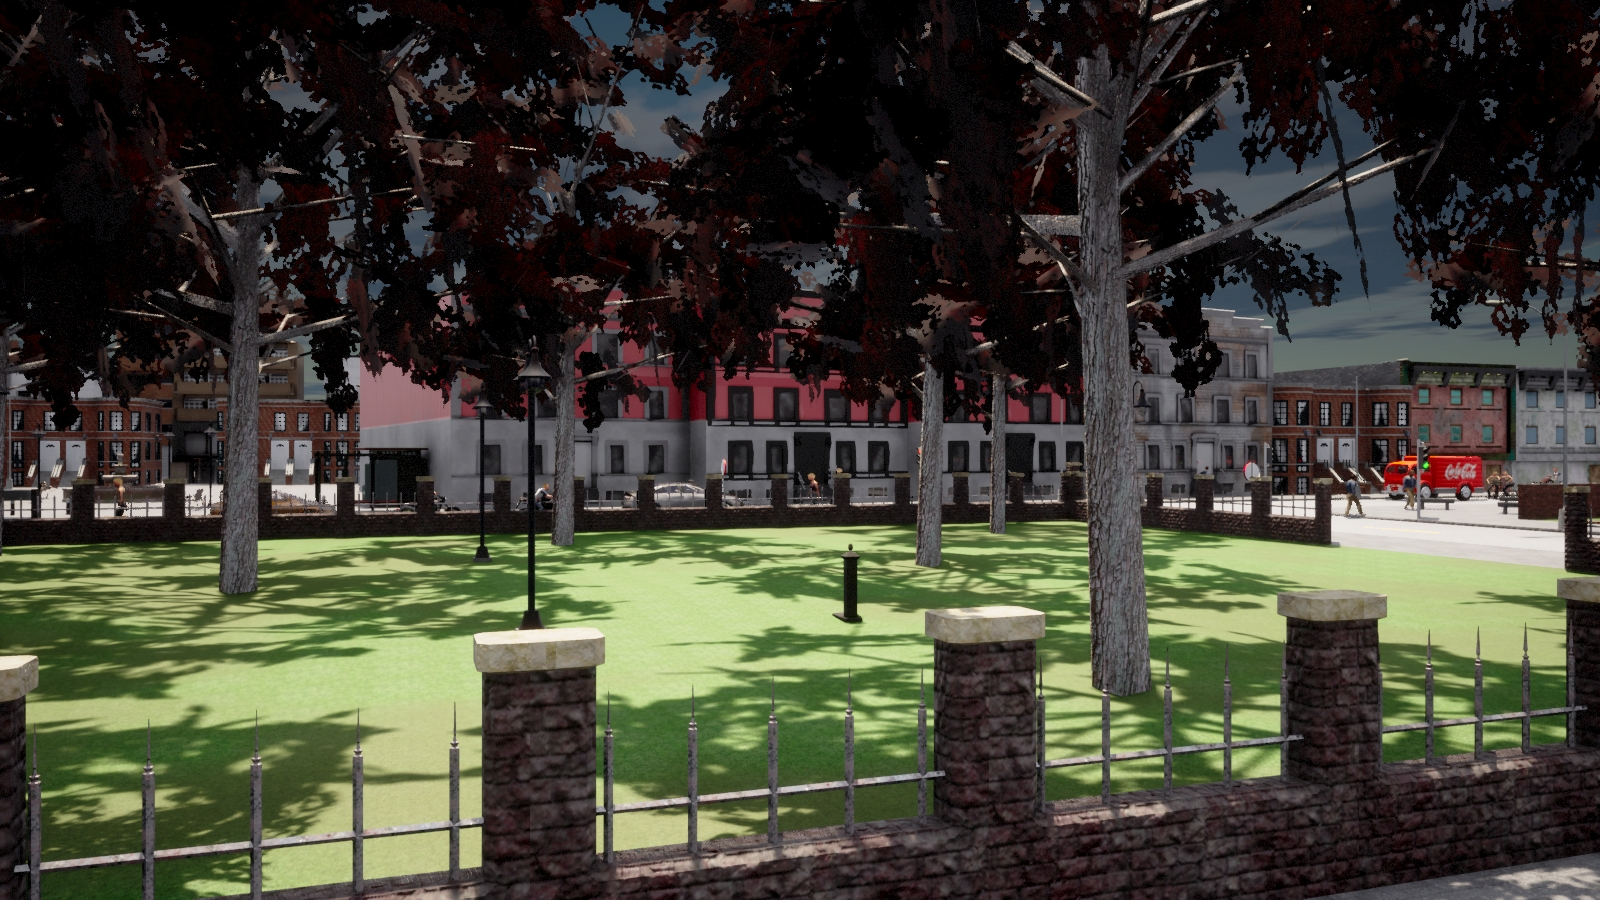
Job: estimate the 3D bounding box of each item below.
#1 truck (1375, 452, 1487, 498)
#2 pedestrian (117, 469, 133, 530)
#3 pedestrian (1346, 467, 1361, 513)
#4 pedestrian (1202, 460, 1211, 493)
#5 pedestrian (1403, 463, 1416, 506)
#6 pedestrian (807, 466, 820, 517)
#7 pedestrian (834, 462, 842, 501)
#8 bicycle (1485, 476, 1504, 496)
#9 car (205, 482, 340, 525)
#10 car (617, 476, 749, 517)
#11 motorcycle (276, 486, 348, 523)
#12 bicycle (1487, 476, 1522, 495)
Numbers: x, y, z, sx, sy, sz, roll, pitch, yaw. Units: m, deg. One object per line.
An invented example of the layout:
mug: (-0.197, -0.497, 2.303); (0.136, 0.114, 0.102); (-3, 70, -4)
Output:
truck: (35.004, 1.348, 63.458); (5.204, 2.467, 2.627); (0, 0, -19)
pedestrian: (-20.755, 1.523, 35.128); (0.375, 1.860, 0.375); (0, 0, -19)
pedestrian: (22.491, 1.629, 46.424); (0.375, 1.860, 0.375); (0, 0, -9)
pedestrian: (23.009, 1.523, 64.665); (0.375, 1.860, 0.375); (0, 0, -19)
pedestrian: (26.972, 1.517, 50.537); (0.375, 1.860, 0.375); (0, 0, -2)
pedestrian: (0.513, 1.525, 42.412); (0.375, 1.860, 0.375); (0, 0, -19)
pedestrian: (1.837, 1.524, 55.350); (0.375, 1.860, 0.375); (0, 0, -7)
bicycle: (39.299, 2.036, 64.656); (0.859, 1.080, 1.487); (0, 0, 35)
car: (-18.779, 1.898, 40.894); (4.181, 1.385, 1.994); (0, 0, -18)
car: (-4.677, 1.827, 45.707); (4.902, 1.511, 2.128); (0, 0, -19)
motorcycle: (-17.611, 1.950, 41.298); (2.356, 1.277, 0.764); (0, 0, -19)
bicycle: (40.458, 2.036, 65.608); (1.487, 1.080, 0.859); (0, 0, 1)
